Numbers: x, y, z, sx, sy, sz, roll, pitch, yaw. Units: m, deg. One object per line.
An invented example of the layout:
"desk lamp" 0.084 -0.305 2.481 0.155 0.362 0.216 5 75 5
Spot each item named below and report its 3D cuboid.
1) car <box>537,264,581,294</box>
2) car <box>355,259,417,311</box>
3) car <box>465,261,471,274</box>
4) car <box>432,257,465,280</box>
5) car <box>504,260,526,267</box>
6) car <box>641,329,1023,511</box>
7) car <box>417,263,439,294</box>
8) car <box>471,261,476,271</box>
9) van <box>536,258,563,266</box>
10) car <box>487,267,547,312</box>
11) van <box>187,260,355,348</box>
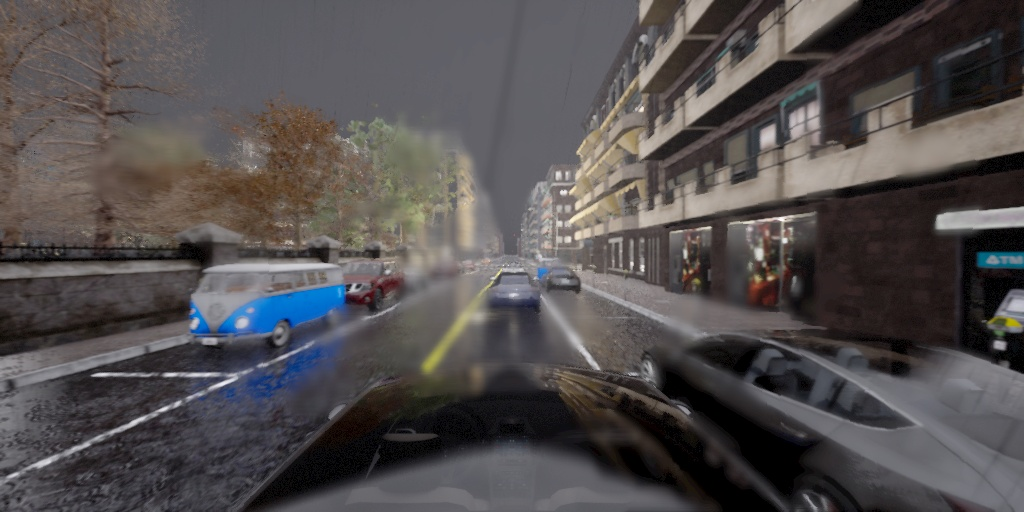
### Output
"car" 2.688 1.295 19.934 1.948 1.339 4.313 0 0 0
"car" -5.692 1.050 14.397 2.192 1.841 5.009 0 0 0
"car" -5.694 1.279 36.538 1.948 1.339 4.313 0 0 0
"car" -5.694 1.033 31.003 2.192 1.841 5.009 0 0 0
"car" 0.094 1.317 32.645 1.895 1.301 4.718 0 0 0
"car" 2.690 1.314 3.328 1.948 1.339 4.313 0 0 0
"car" -5.692 1.280 19.932 2.007 1.370 4.403 0 0 0
"car" -5.696 1.285 47.608 1.802 1.307 4.207 0 0 0
"van" 2.687 1.064 25.469 1.690 1.789 3.998 0 0 0
"car" 0.098 1.299 14.175 1.994 1.385 4.181 0 0 0
"van" -5.691 1.083 8.861 1.690 1.789 3.998 0 0 0
